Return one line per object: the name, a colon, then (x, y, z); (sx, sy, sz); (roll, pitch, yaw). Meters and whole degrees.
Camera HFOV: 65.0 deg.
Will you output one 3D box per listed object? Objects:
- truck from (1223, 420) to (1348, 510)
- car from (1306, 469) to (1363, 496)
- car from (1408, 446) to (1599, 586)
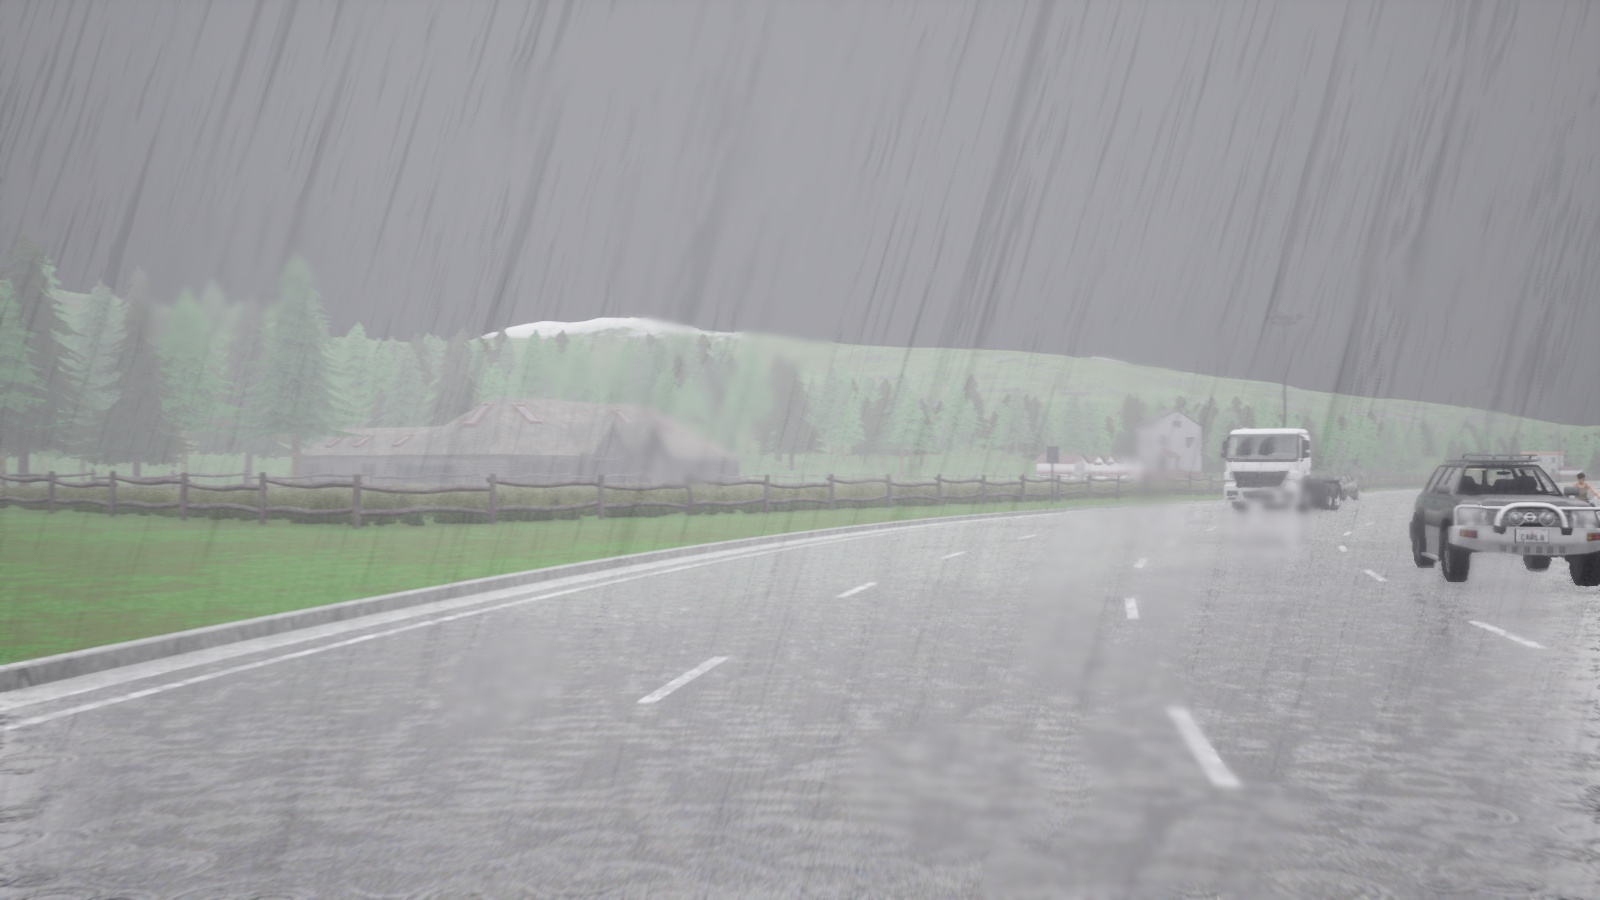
truck: (20.328, 0.651, 52.286); (2.891, 3.462, 7.936); (-1, -1, 36)
car: (31.319, 1.902, 73.463); (2.007, 1.525, 4.514); (-1, -1, 37)
car: (10.674, 0.921, 19.140); (1.932, 1.855, 4.605); (-1, -1, 18)
